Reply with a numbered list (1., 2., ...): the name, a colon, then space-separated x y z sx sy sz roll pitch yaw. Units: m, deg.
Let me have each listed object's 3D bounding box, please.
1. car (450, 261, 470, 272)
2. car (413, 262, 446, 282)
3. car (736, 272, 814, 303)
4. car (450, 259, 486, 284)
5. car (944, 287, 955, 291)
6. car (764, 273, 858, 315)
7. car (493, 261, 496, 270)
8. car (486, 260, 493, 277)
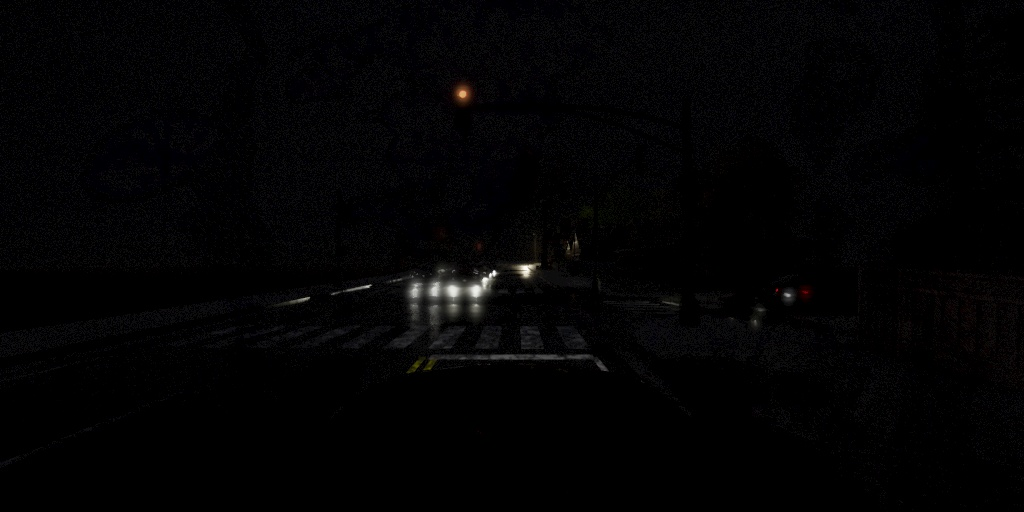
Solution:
1. car: -6.586 1.321 46.134 1.994 1.385 4.181 0 0 0
2. car: -6.596 1.262 29.160 1.837 1.490 4.892 0 0 0
3. car: 13.066 1.508 16.544 5.008 1.535 1.882 1 -2 -2
4. car: -3.305 1.109 26.847 2.097 1.767 4.553 0 0 -1
5. car: 22.953 1.739 16.912 5.357 1.411 2.033 1 -2 -3
6. car: 12.479 1.498 13.669 4.181 1.385 1.994 1 -2 -2
7. car: -3.334 1.282 44.636 1.812 1.442 4.674 0 0 0
8. car: -3.343 1.108 35.676 2.097 1.767 4.553 0 0 0
